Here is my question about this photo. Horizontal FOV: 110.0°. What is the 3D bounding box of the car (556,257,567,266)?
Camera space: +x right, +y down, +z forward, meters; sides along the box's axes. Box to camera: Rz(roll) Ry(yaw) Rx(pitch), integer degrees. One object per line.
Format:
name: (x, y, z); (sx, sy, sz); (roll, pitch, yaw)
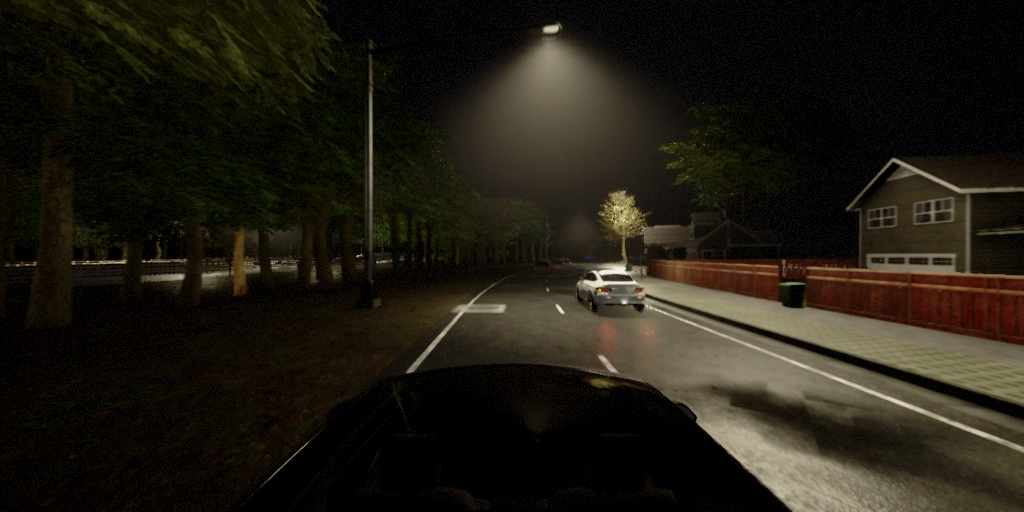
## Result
car: (7.798, 0.993, 62.898); (1.812, 1.442, 4.674); (0, 0, 19)

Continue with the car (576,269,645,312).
car: (3.682, 1.237, 13.908); (1.812, 1.442, 4.674); (0, 0, 1)

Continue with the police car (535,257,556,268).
police car: (4.819, 0.957, 53.515); (1.930, 1.638, 5.238); (0, 0, 16)
